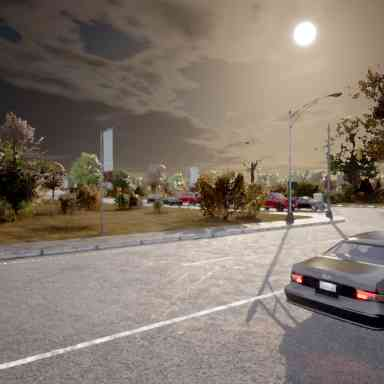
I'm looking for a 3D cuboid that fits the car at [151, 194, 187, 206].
[{"bbox_3d":[-3.605,1.393,51.519,2.033,1.411,5.357,-1,0,-39],"label":"car"}]

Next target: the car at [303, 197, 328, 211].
[{"bbox_3d":[12.629,1.304,36.986,2.128,1.511,4.902,-1,0,-39],"label":"car"}]

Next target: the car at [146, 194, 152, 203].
[{"bbox_3d":[-6.413,1.176,60.631,2.097,1.767,4.553,-1,0,-38],"label":"car"}]

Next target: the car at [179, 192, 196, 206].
[{"bbox_3d":[-0.081,1.042,52.723,2.150,2.045,5.566,-1,0,-39],"label":"car"}]

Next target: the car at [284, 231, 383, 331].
[{"bbox_3d":[4.176,1.528,6.746,5.357,1.411,2.033,0,0,-36],"label":"car"}]

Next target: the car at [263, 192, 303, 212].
[{"bbox_3d":[8.750,1.059,36.252,2.150,2.045,5.566,-1,0,-37],"label":"car"}]
